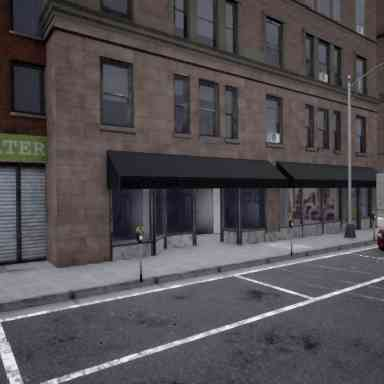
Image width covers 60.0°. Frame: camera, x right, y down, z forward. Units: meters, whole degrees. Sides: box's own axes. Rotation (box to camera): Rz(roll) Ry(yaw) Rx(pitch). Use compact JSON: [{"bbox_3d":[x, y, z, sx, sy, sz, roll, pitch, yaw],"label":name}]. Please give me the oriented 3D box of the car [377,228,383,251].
[{"bbox_3d":[8.926,1.541,12.923,4.507,1.381,1.887,0,-1,-36],"label":"car"}]
